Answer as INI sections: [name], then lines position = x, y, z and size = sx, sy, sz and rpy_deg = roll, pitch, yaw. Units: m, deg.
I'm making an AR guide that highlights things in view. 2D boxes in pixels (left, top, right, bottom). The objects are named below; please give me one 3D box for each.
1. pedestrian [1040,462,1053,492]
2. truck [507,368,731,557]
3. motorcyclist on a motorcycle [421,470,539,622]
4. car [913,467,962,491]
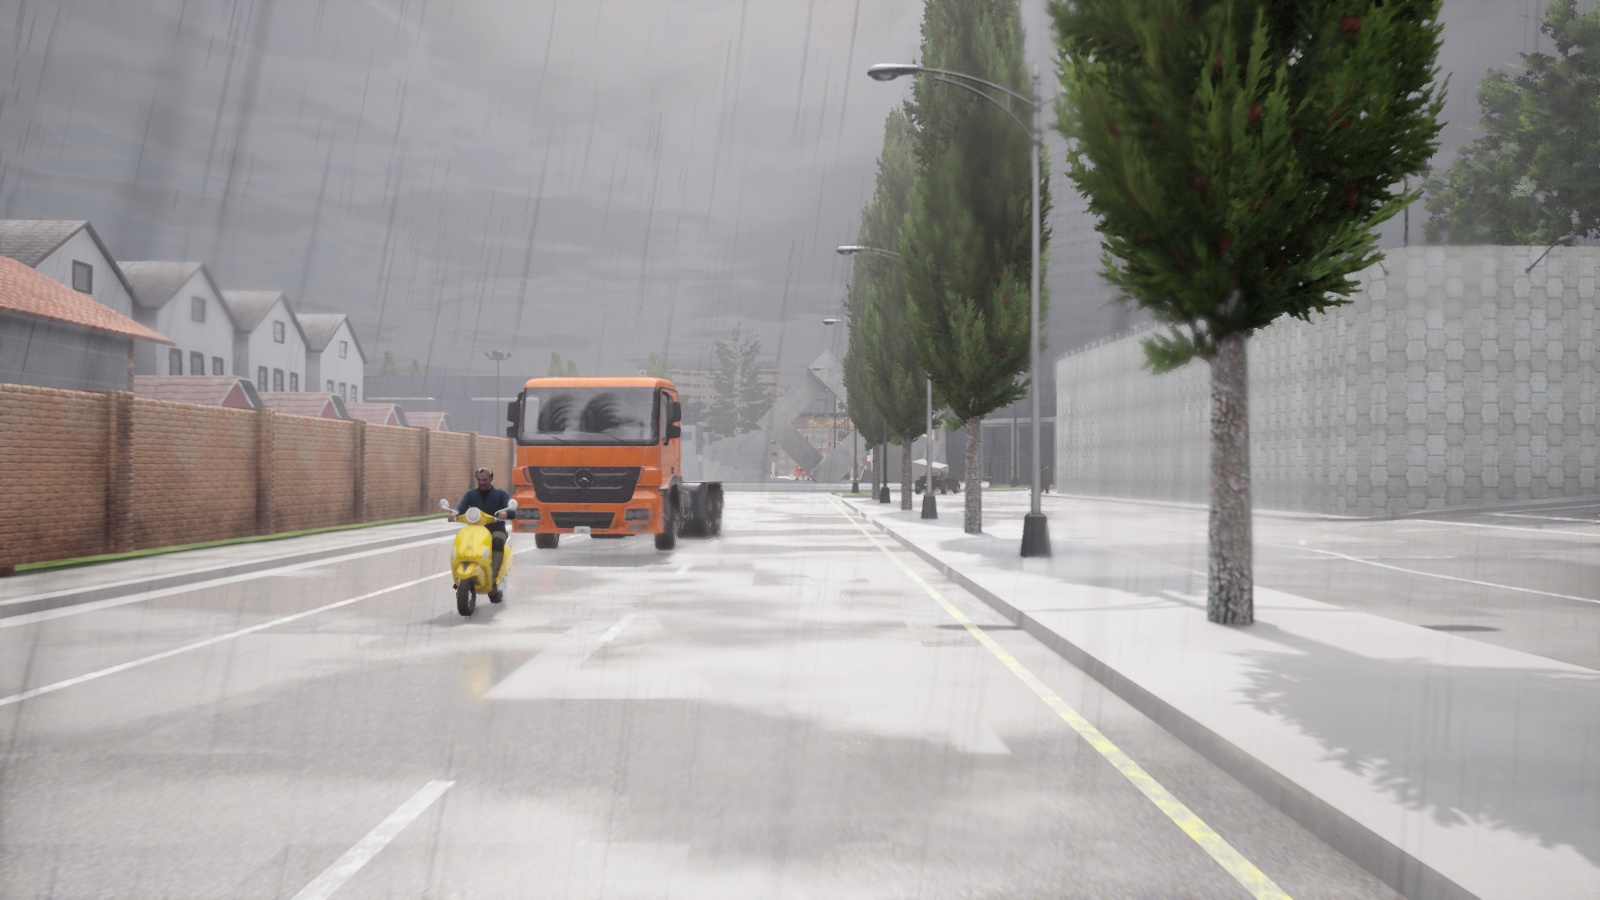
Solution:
[pedestrian]
position = 16.012, 1.771, 81.565
size = 0.659, 1.952, 0.873
rpy_deg = 0, -1, 2
[truck]
position = -3.547, 0.299, 26.995
size = 2.891, 3.462, 7.936
rpy_deg = 0, -1, 6
[motorcyclist on a motorcycle]
position = -3.534, 1.017, 14.041
size = 0.866, 1.590, 1.817
rpy_deg = 0, -1, 0
[car]
position = 9.693, 2.029, 88.088
size = 2.152, 1.651, 5.027
rpy_deg = -1, -1, 22
